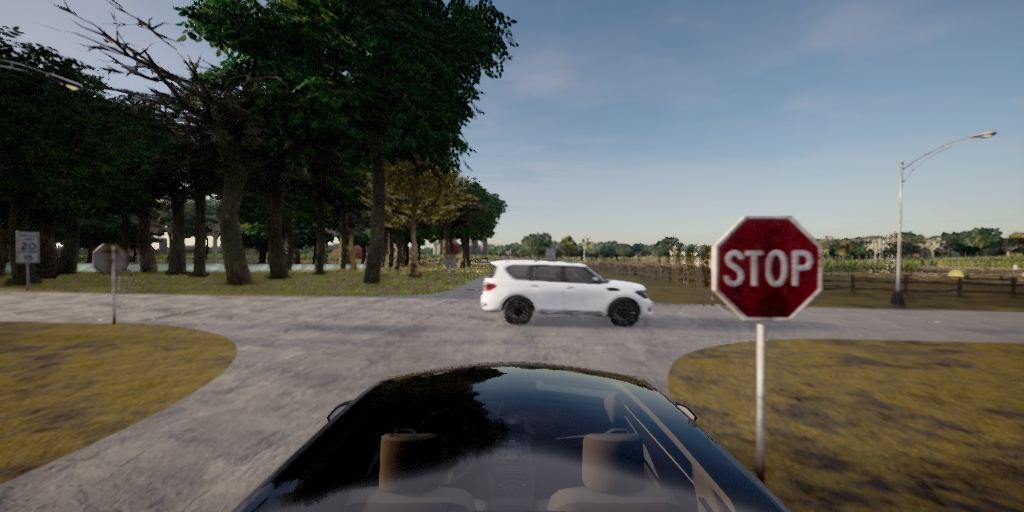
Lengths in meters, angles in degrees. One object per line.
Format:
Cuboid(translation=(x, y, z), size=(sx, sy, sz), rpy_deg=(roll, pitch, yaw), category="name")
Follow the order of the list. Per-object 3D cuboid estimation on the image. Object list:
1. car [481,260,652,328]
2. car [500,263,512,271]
Cuboid(translation=(1.751, 1.181, 12.136), size=(5.566, 2.045, 2.150), rpy_deg=(1, 1, 1), category="car")
Cuboid(translation=(-1.057, 1.922, 64.109), size=(1.994, 1.385, 4.181), rpy_deg=(0, 0, 2), category="car")
